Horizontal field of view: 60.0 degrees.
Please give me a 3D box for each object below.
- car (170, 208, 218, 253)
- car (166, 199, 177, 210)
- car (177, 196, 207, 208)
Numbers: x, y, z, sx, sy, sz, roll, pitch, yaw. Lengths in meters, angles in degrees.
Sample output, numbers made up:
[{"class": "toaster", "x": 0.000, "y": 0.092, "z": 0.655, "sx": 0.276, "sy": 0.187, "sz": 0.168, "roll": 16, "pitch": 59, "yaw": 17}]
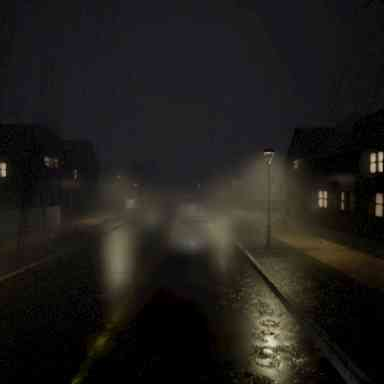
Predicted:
[{"class": "car", "x": 0.089, "y": 1.603, "z": 13.948, "sx": 1.812, "sy": 1.442, "sz": 4.674, "roll": 0, "pitch": 0, "yaw": 0}, {"class": "car", "x": -2.745, "y": 1.757, "z": 48.600, "sx": 2.128, "sy": 1.511, "sz": 4.902, "roll": 0, "pitch": 0, "yaw": 0}, {"class": "car", "x": 0.118, "y": 1.382, "z": 28.781, "sx": 2.150, "sy": 2.045, "sz": 5.566, "roll": 0, "pitch": 0, "yaw": 0}]
